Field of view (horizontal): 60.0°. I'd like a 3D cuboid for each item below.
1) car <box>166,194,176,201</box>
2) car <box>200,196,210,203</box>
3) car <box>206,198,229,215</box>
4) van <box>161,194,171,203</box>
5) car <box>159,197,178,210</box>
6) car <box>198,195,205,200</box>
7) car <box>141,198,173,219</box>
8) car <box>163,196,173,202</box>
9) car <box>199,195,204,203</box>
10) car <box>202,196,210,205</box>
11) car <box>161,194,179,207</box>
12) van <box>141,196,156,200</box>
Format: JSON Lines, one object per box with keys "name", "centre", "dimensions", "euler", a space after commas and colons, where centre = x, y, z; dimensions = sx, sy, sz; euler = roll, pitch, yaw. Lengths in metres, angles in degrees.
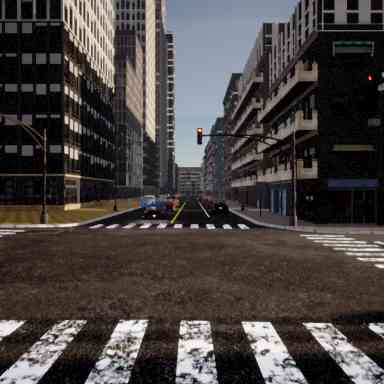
{"name": "car", "centre": [-5.619, 1.337, 89.048], "dimensions": [2.192, 1.841, 5.009], "euler": [0, 0, 0]}
{"name": "car", "centre": [2.748, 1.559, 72.077], "dimensions": [1.887, 1.381, 4.507], "euler": [0, 0, 0]}
{"name": "car", "centre": [2.717, 1.568, 33.839], "dimensions": [1.947, 1.339, 4.313], "euler": [0, 0, 0]}
{"name": "van", "centre": [-5.633, 1.355, 72.084], "dimensions": [1.690, 1.788, 3.998], "euler": [0, 0, 0]}
{"name": "car", "centre": [-3.063, 1.605, 39.394], "dimensions": [1.895, 1.301, 4.718], "euler": [0, 0, 0]}
{"name": "car", "centre": [2.766, 1.590, 94.695], "dimensions": [1.947, 1.339, 4.313], "euler": [0, 0, 0]}
{"name": "car", "centre": [-3.076, 1.549, 29.719], "dimensions": [2.033, 1.411, 5.357], "euler": [0, 0, 0]}
{"name": "car", "centre": [-5.628, 1.567, 77.738], "dimensions": [2.008, 1.369, 4.403], "euler": [0, 0, 0]}
{"name": "car", "centre": [2.738, 1.561, 60.769], "dimensions": [2.008, 1.369, 4.403], "euler": [0, 0, 0]}
{"name": "car", "centre": [2.724, 1.550, 43.806], "dimensions": [1.887, 1.381, 4.507], "euler": [0, 0, 0]}
{"name": "car", "centre": [-3.049, 1.358, 49.494], "dimensions": [2.097, 1.767, 4.553], "euler": [0, 0, 0]}
{"name": "van", "centre": [-5.657, 1.346, 43.813], "dimensions": [1.690, 1.788, 3.998], "euler": [0, 0, 0]}
